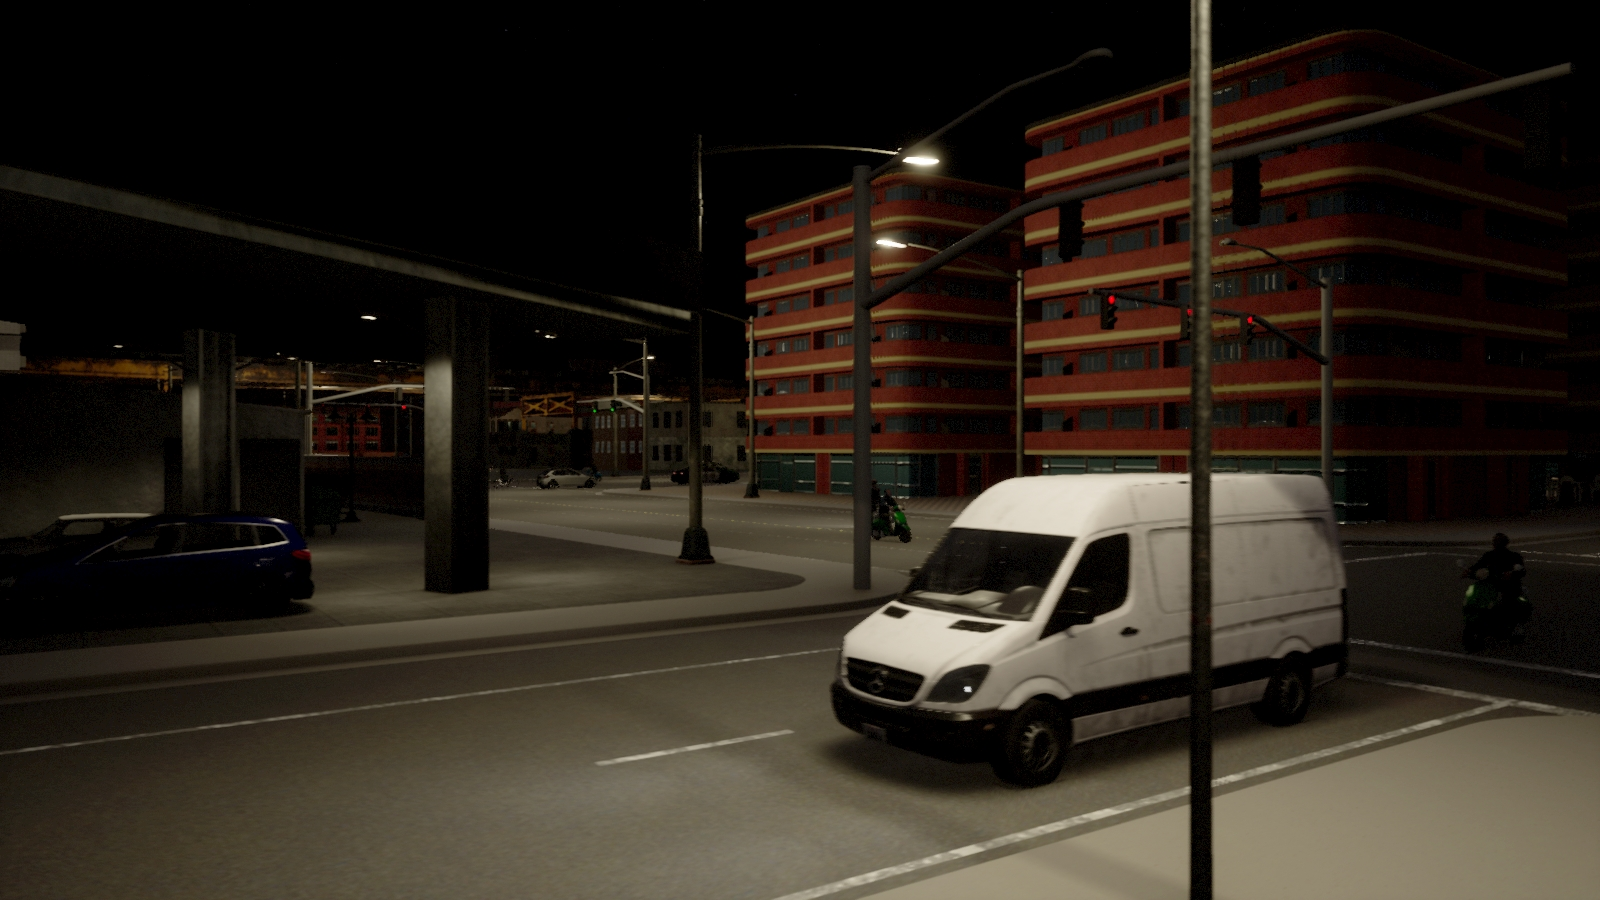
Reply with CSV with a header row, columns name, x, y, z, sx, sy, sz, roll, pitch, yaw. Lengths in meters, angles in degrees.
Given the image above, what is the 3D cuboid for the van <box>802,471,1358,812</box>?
name,x,y,z,sx,sy,sz,roll,pitch,yaw
van,3.011,1.536,11.405,5.915,2.561,1.988,0,0,-35

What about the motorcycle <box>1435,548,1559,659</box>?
name,x,y,z,sx,sy,sz,roll,pitch,yaw
motorcycle,9.898,2.132,16.208,1.805,1.341,0.856,0,0,-35
